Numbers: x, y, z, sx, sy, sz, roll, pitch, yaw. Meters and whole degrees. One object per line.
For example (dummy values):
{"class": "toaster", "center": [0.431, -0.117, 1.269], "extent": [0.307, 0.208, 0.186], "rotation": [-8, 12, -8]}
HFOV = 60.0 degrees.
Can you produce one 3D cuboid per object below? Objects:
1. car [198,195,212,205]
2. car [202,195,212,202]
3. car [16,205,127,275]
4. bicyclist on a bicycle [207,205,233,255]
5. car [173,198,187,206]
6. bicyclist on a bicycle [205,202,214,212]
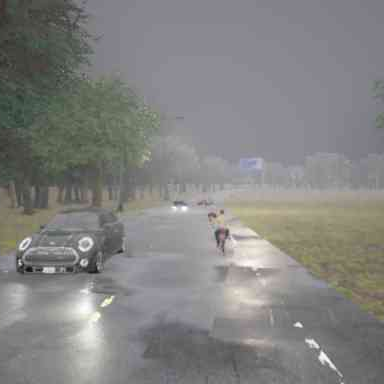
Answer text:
{"class": "car", "center": [2.009, 1.538, 55.166], "extent": [1.895, 1.301, 4.718], "rotation": [0, 0, 4]}
{"class": "car", "center": [3.352, 1.415, 73.724], "extent": [1.994, 1.385, 4.181], "rotation": [0, 0, 5]}
{"class": "car", "center": [-3.498, 1.334, 10.457], "extent": [2.097, 1.767, 4.553], "rotation": [0, 0, 1]}
{"class": "bicyclist on a bicycle", "center": [1.094, 1.420, 12.186], "extent": [0.866, 1.612, 1.509], "rotation": [0, 0, 0]}
{"class": "car", "center": [-1.845, 1.539, 52.507], "extent": [1.895, 1.301, 4.718], "rotation": [0, 0, 4]}
{"class": "bicyclist on a bicycle", "center": [1.269, 1.416, 20.970], "extent": [0.866, 1.612, 1.509], "rotation": [0, 0, 1]}
